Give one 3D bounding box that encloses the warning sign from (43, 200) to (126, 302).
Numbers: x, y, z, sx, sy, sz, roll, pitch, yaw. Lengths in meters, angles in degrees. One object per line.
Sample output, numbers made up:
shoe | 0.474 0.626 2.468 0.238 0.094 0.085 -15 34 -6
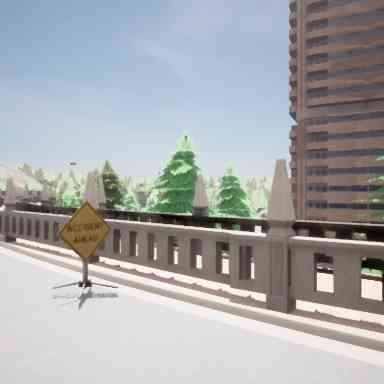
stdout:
warning sign | -2.256 1.114 7.039 1.060 1.860 1.300 0 0 40
